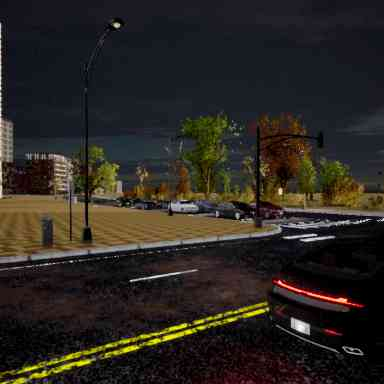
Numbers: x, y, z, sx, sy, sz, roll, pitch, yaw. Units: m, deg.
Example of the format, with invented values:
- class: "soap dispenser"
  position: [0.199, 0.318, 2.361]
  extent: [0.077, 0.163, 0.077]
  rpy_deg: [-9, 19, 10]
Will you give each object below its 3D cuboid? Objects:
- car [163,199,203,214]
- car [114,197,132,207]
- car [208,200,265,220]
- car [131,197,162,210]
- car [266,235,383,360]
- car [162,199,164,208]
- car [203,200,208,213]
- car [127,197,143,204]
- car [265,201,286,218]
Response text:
- class: "car"
  position: [-1.049, 1.607, 36.979]
  extent: [1.812, 1.442, 4.674]
  rpy_deg: [0, 0, -31]
- class: "car"
  position: [-11.284, 1.626, 54.175]
  extent: [1.837, 1.490, 4.892]
  rpy_deg: [0, 0, -29]
- class: "car"
  position: [3.754, 1.564, 29.192]
  extent: [1.837, 1.490, 4.892]
  rpy_deg: [0, 0, -32]
- class: "car"
  position: [-6.234, 1.667, 45.509]
  extent: [1.994, 1.385, 4.181]
  rpy_deg: [0, 0, -31]
- class: "car"
  position: [3.415, 1.504, 5.708]
  extent: [4.892, 1.490, 1.837]
  rpy_deg: [0, 0, -34]
- class: "car"
  position: [-3.691, 1.656, 47.627]
  extent: [1.994, 1.385, 4.181]
  rpy_deg: [0, 0, -30]
- class: "car"
  position: [1.468, 1.618, 39.087]
  extent: [2.033, 1.411, 5.357]
  rpy_deg: [0, 0, -32]
- class: "car"
  position: [-11.897, 1.680, 68.779]
  extent: [1.994, 1.385, 4.181]
  rpy_deg: [0, 0, -29]
- class: "car"
  position: [6.555, 1.573, 30.826]
  extent: [1.812, 1.442, 4.674]
  rpy_deg: [0, 0, -30]
